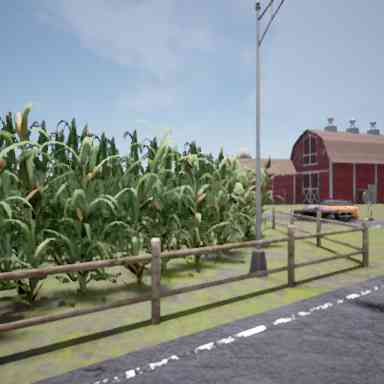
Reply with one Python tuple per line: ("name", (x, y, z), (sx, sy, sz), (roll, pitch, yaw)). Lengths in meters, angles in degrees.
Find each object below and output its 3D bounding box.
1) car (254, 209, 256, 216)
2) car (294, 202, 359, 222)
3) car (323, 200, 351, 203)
("car", (5.331, 1.861, 36.056), (1.994, 1.385, 4.181), (0, -1, -27))
("car", (10.446, 1.726, 26.743), (1.895, 1.301, 4.718), (0, -1, -30))
("car", (12.221, 1.513, 29.443), (2.097, 1.767, 4.553), (0, -1, -29))
